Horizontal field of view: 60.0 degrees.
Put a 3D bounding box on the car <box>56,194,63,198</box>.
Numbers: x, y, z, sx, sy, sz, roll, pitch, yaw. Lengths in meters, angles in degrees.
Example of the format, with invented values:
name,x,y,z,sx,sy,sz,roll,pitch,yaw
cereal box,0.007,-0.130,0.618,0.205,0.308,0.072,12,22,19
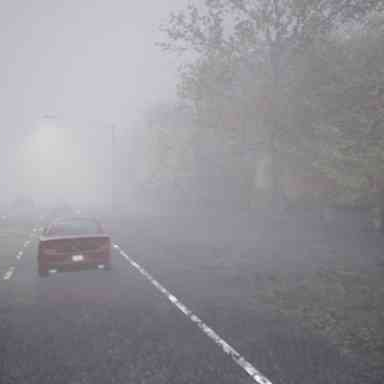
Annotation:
name,x,y,z,sx,sy,sz,roll,pitch,yaw
car,-27.770,1.715,69.738,1.837,1.490,4.892,-1,0,-22

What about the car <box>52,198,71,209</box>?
name,x,y,z,sx,sy,sz,roll,pitch,yaw
car,-14.351,1.668,36.658,2.033,1.411,5.357,-1,0,-22

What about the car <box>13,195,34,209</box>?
name,x,y,z,sx,sy,sz,roll,pitch,yaw
car,-26.148,1.469,51.860,2.150,2.045,5.566,-1,0,-15

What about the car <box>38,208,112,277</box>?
name,x,y,z,sx,sy,sz,roll,pitch,yaw
car,-3.787,1.510,10.631,1.882,1.535,5.008,-1,0,-22
